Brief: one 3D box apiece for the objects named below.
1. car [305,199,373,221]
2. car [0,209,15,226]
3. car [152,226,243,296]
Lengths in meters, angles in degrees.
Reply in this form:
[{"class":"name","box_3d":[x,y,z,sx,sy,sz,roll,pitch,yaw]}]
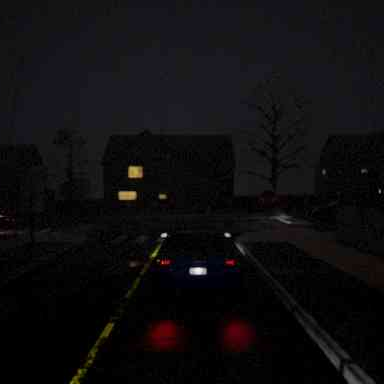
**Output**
[{"class":"car","box_3d":[10.337,1.223,23.303,4.674,1.442,1.812,-1,1,0]},{"class":"car","box_3d":[-14.876,1.816,23.337,4.674,1.442,1.812,-1,1,0]},{"class":"car","box_3d":[0.106,1.565,8.683,1.994,1.385,4.181,0,0,0]}]
